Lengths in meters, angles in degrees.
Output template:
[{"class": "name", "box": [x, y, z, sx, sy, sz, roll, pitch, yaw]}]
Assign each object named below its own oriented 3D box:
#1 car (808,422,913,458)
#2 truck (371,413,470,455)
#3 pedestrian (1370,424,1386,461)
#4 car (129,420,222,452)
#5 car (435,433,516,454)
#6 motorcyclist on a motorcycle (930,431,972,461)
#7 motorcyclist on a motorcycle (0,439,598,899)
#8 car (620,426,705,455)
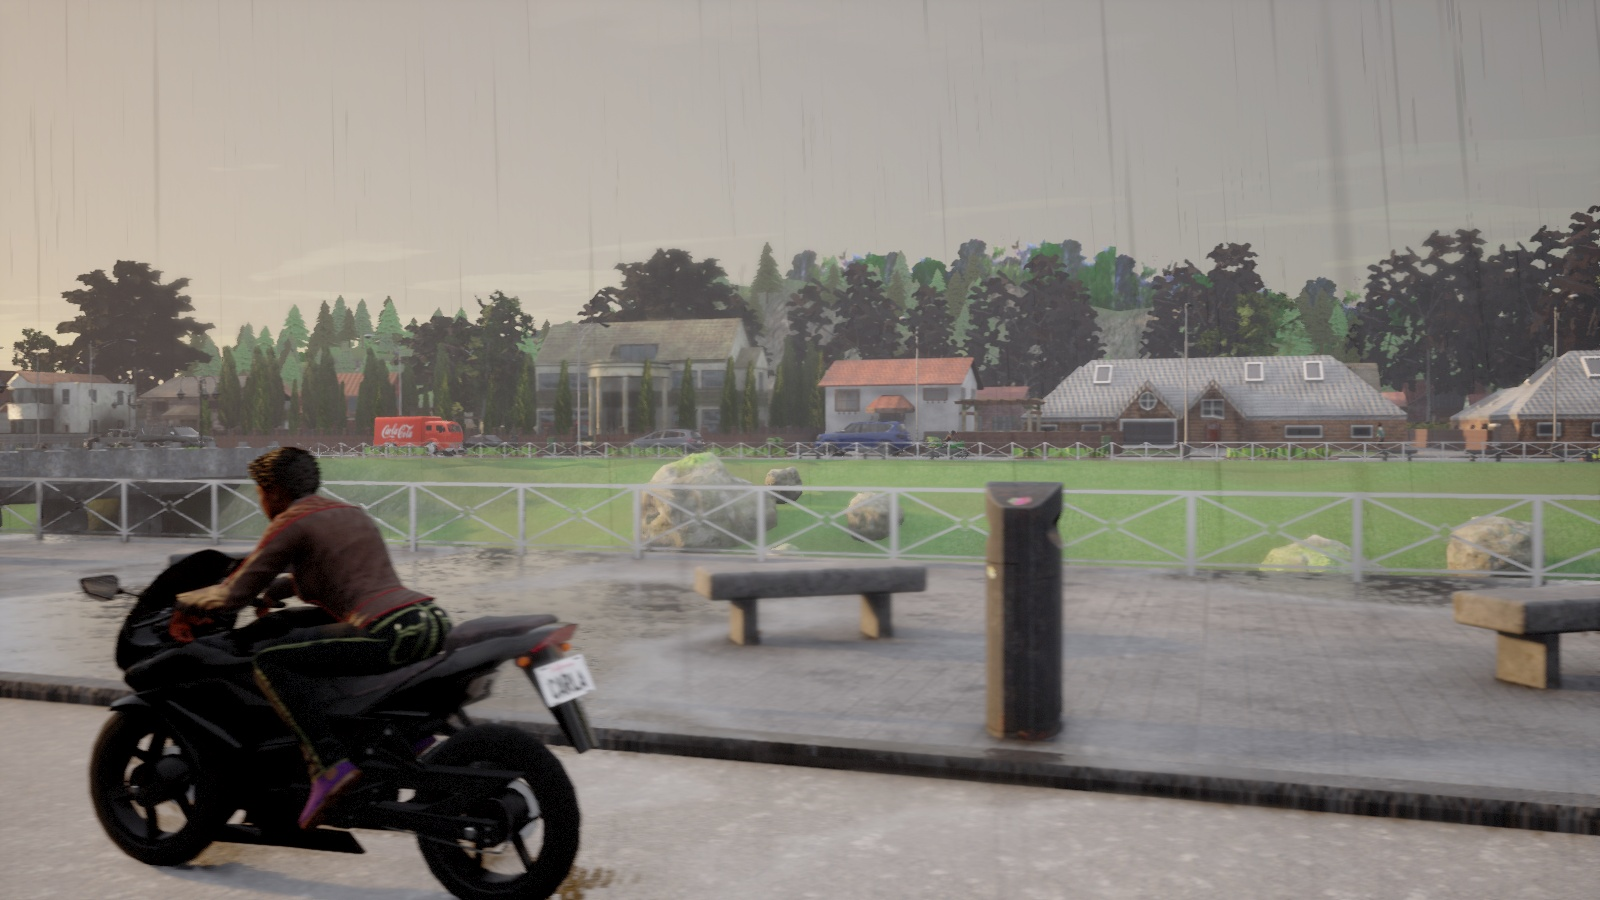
[{"class": "car", "box": [3.464, -0.592, 71.825, 5.566, 2.045, 2.150, 1, 1, 19]}, {"class": "truck", "box": [-23.094, -0.973, 76.543, 5.204, 2.467, 2.627, 1, 1, 19]}, {"class": "pedestrian", "box": [30.502, -0.410, 66.251, 0.692, 1.930, 0.396, 1, 1, 19]}, {"class": "car", "box": [-41.046, -0.932, 82.590, 5.566, 2.045, 2.150, 1, 1, 19]}, {"class": "car", "box": [-20.630, -0.431, 79.943, 4.718, 1.301, 1.895, 1, 1, 19]}, {"class": "motorcyclist on a motorcycle", "box": [7.959, -0.220, 66.095, 2.044, 1.523, 0.797, 1, 1, 19]}, {"class": "motorcyclist on a motorcycle", "box": [-1.799, 0.733, 4.325, 2.044, 1.523, 0.797, 1, 1, 19]}, {"class": "car", "box": [-8.293, -0.574, 75.786, 4.611, 1.667, 2.242, 1, 1, 19]}]
